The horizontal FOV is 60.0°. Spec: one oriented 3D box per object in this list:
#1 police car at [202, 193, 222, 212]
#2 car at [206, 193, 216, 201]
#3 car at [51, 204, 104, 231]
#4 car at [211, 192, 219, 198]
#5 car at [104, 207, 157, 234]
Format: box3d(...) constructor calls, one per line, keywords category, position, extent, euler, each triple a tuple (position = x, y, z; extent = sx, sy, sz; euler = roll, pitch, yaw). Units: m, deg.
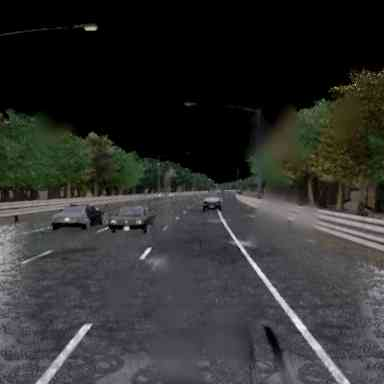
box3d(category="police car", position=(2.101, 1.183, 35.064), extent=(1.930, 1.638, 5.238), euler=(0, 0, 3))
box3d(category="car", position=(3.943, 0.977, 69.451), extent=(1.812, 1.442, 4.674), euler=(0, 0, 7))
box3d(category="car", position=(-6.532, 1.411, 19.577), extent=(1.994, 1.385, 4.181), euler=(0, 0, 2))
box3d(category="car", position=(5.903, 0.867, 85.102), extent=(1.812, 1.442, 4.674), euler=(0, 0, 8))
box3d(category="car", position=(-3.081, 1.460, 18.261), extent=(1.895, 1.301, 4.718), euler=(0, 0, 2))
